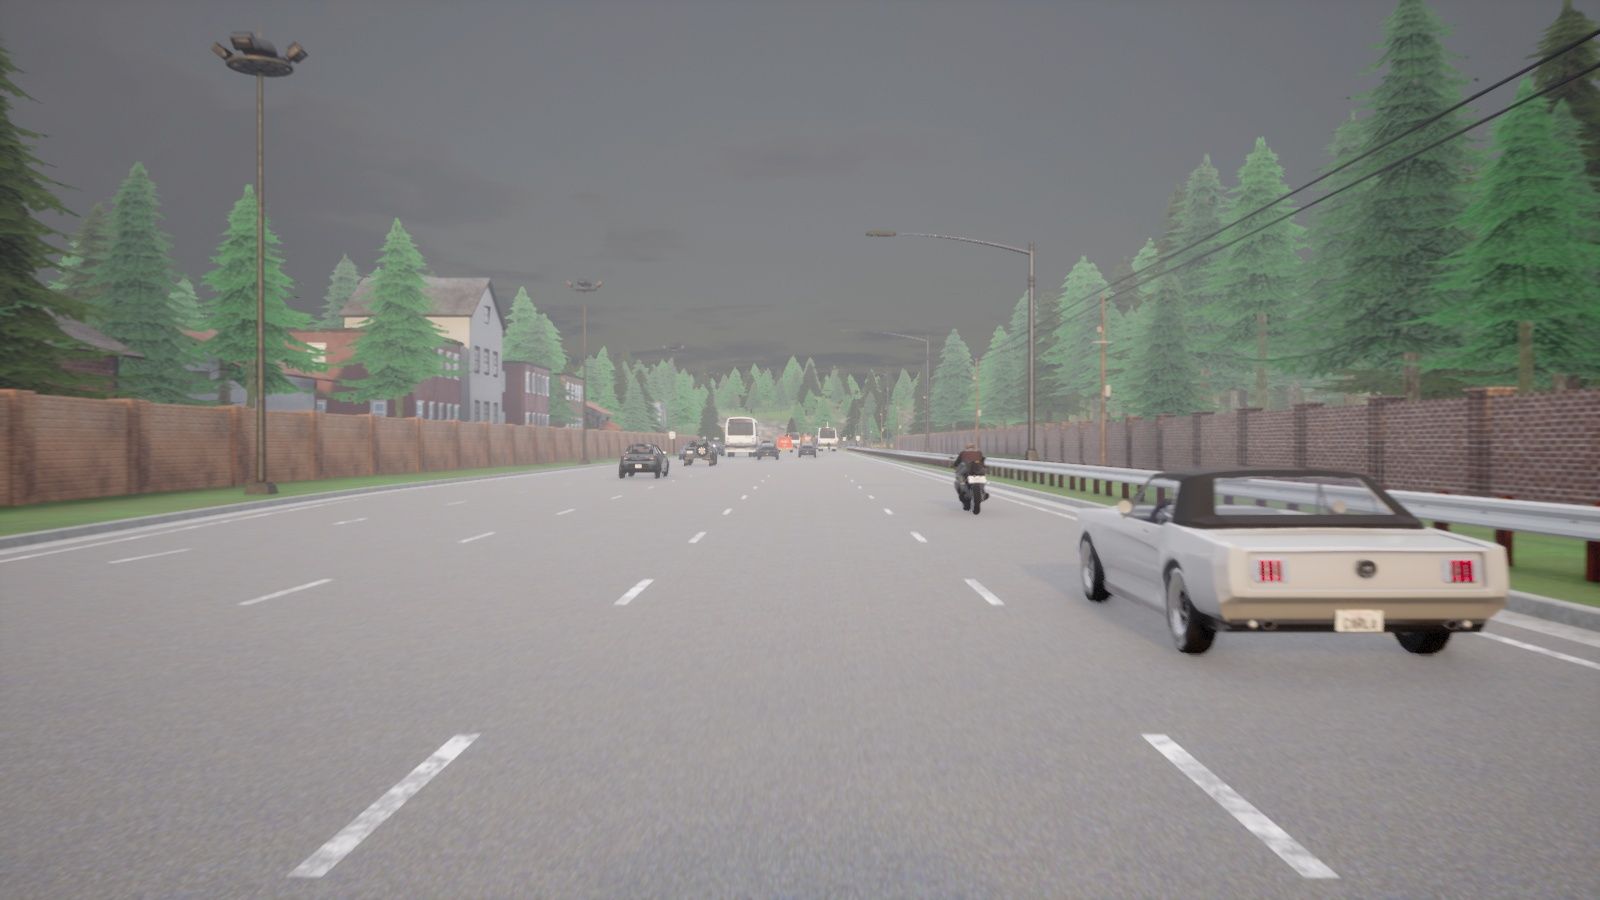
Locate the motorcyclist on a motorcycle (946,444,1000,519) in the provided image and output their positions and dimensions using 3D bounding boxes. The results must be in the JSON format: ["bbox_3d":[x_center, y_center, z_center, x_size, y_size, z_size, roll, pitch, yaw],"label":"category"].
[{"bbox_3d":[3.668,0.635,26.839,0.866,1.530,2.191,0,0,0],"label":"motorcyclist on a motorcycle"}]

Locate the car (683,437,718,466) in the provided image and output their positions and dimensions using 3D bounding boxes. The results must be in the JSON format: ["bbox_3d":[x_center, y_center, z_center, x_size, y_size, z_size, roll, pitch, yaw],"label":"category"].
[{"bbox_3d":[-6.516,0.098,82.524,1.932,1.855,4.605,0,0,0],"label":"car"}]

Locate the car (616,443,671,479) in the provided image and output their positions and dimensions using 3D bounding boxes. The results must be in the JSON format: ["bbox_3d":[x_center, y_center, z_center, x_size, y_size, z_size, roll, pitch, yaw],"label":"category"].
[{"bbox_3d":[-6.678,0.453,54.070,1.816,1.474,4.193,0,0,0],"label":"car"}]

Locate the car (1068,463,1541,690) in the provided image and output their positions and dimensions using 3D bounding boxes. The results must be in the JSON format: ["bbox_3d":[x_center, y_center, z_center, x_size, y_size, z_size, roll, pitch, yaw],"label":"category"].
[{"bbox_3d":[3.572,0.794,10.001,1.895,1.301,4.718,0,0,0],"label":"car"}]
